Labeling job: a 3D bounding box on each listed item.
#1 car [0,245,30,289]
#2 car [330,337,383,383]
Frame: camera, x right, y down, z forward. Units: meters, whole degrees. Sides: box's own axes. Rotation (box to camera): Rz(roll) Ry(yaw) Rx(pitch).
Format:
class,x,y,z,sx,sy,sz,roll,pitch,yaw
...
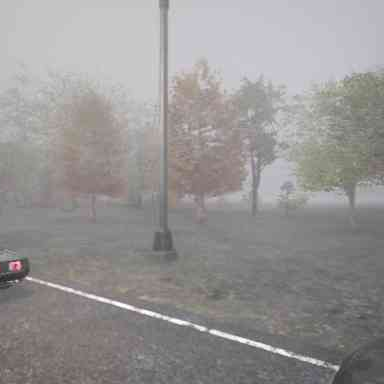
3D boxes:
class,x,y,z,sx,sy,sz,roll,pitch,yaw
car,-5.877,1.557,7.745,4.718,1.301,1.895,1,0,35
car,3.125,1.493,1.337,4.902,1.511,2.128,1,0,36
